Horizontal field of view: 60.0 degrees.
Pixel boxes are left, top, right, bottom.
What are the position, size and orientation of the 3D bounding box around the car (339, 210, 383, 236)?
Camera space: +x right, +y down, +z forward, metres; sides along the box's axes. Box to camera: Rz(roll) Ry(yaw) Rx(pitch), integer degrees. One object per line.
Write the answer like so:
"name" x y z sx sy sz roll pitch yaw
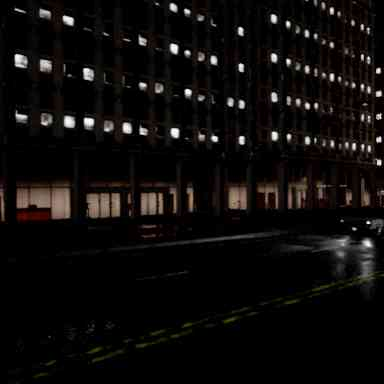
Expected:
"car" 10.534 1.695 19.187 4.718 1.301 1.895 0 0 -35
